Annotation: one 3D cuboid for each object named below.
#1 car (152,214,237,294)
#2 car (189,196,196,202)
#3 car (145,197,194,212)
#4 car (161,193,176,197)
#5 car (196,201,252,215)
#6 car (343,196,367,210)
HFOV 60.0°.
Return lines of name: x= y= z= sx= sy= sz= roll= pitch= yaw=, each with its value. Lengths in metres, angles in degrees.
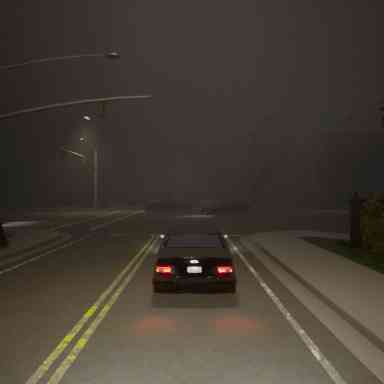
car: x=0.053 y=1.547 z=8.934 sx=2.033 sy=1.411 sz=5.357 roll=0 pitch=0 yaw=0
car: x=-0.053 y=1.525 z=72.327 sx=1.812 sy=1.442 sz=4.674 roll=0 pitch=0 yaw=4
car: x=-2.714 y=1.570 z=38.616 sx=5.357 sy=1.411 sz=2.033 roll=0 pitch=0 yaw=-1
car: x=-3.719 y=1.221 z=53.968 sx=2.150 sy=2.045 sz=5.566 roll=0 pitch=0 yaw=0
car: x=3.465 y=1.550 z=32.748 sx=5.357 sy=1.411 sz=2.033 roll=0 pitch=0 yaw=-33
car: x=20.131 y=1.308 z=38.857 sx=4.553 sy=1.767 sz=2.097 roll=0 pitch=0 yaw=-1
